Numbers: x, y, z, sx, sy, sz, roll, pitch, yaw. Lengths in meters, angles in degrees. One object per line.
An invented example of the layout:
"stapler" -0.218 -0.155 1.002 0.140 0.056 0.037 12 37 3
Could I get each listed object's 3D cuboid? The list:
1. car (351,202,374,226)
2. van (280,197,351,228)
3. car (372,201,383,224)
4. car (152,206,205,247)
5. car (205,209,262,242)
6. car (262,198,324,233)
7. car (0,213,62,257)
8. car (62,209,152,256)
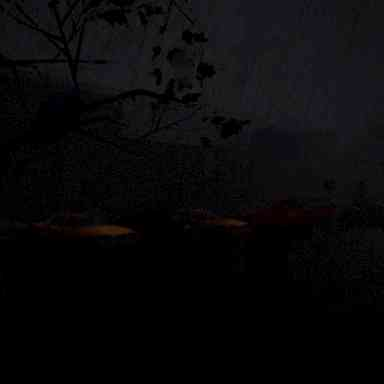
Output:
"car" 10.062 1.565 23.782 4.674 1.452 2.002 -1 0 35
"van" 7.731 1.304 21.999 4.442 1.987 1.878 -1 -1 35
"car" 12.464 1.549 25.532 4.792 1.488 2.163 -1 0 35
"car" -2.118 1.538 15.144 4.792 1.488 2.163 -1 -1 35
"car" 0.492 1.512 16.758 5.366 1.575 1.946 -1 -1 35
"car" 5.221 1.403 20.306 4.553 1.767 2.185 -1 -1 34
"car" -6.949 1.534 11.666 4.674 1.452 2.002 -1 -1 35
"car" -4.368 1.494 13.297 5.366 1.575 1.946 -1 -1 35
